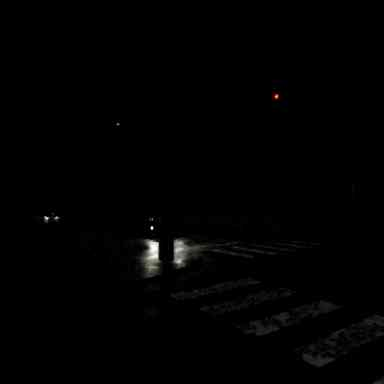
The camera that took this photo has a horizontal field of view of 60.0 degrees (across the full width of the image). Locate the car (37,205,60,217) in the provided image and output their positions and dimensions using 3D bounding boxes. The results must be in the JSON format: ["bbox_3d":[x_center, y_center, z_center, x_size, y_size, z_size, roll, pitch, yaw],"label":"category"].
[{"bbox_3d":[-18.179,2.311,42.011,2.033,1.411,5.357,0,-1,-35],"label":"car"}]

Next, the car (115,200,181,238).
[{"bbox_3d":[-2.867,1.524,20.404,2.150,2.045,5.566,0,-1,-35],"label":"car"}]
